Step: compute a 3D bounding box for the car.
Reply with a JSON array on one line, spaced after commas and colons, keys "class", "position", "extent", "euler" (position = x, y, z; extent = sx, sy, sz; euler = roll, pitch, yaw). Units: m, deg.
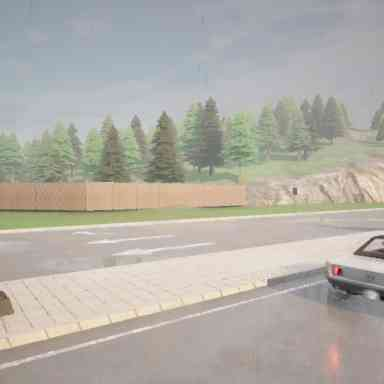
[{"class": "car", "position": [5.108, 1.601, 7.389], "extent": [4.718, 1.301, 1.895], "euler": [0, 0, -35]}]
